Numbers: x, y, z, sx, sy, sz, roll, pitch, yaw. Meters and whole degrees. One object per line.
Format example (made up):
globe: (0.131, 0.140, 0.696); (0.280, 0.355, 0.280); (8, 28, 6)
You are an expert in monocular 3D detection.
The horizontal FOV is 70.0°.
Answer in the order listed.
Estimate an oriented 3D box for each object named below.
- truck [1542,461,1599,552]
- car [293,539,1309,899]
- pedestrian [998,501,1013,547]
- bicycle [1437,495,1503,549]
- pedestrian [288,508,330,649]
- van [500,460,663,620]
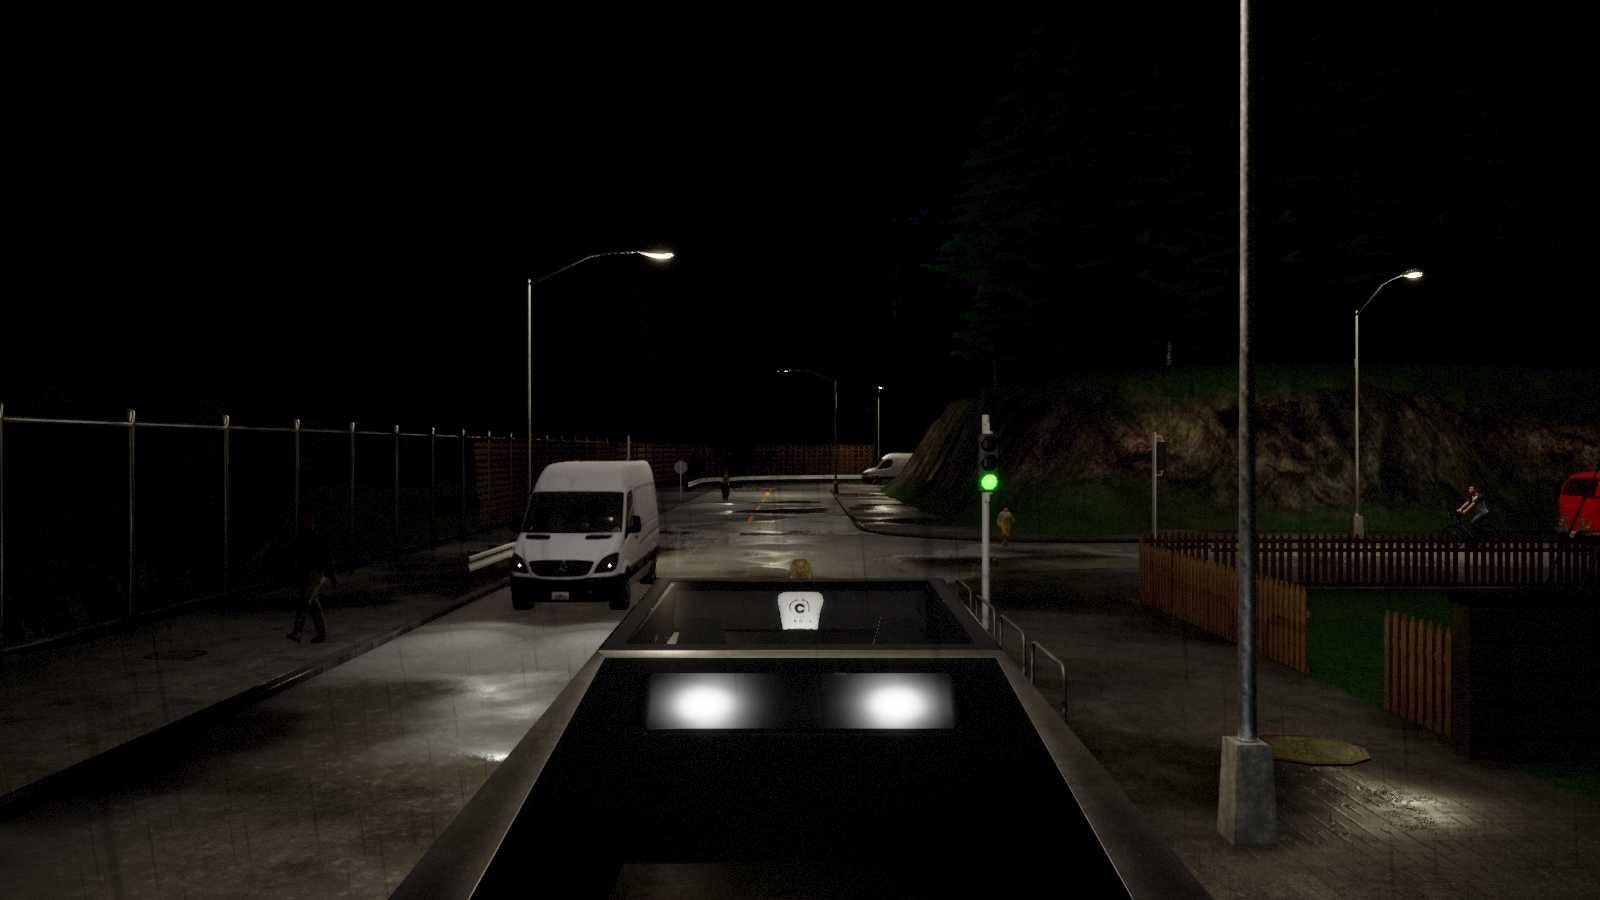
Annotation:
truck: (24.435, 1.556, 32.287); (5.204, 2.467, 2.627); (0, 0, 0)
car: (0.002, 1.749, 5.826); (2.390, 2.098, 6.274); (0, 0, 0)
pedestrian: (5.895, 2.116, 32.779); (0.375, 1.300, 0.375); (0, 0, -1)
bicycle: (18.925, 2.043, 32.290); (1.643, 1.496, 0.373); (0, 0, 0)
pedestrian: (-6.691, 1.738, 15.565); (0.375, 1.860, 0.375); (0, 0, 16)
van: (-3.991, 1.523, 21.953); (1.988, 2.561, 5.915); (0, 1, 0)
